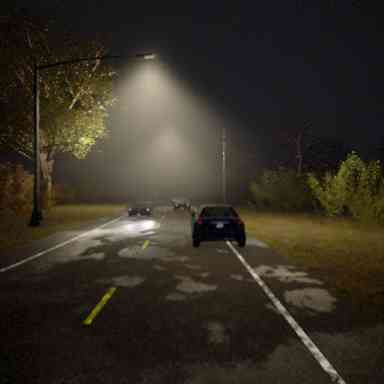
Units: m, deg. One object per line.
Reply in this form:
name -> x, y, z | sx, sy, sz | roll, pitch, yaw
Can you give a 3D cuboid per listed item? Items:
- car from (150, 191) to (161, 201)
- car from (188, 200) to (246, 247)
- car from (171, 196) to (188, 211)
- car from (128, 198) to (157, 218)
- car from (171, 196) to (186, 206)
car -> -7.467, 1.142, 69.285 | 1.812, 1.442, 4.674 | 0, 0, -6
car -> 1.020, 1.292, 14.839 | 2.097, 1.767, 4.553 | 0, 0, -1
car -> -1.164, 1.420, 37.800 | 1.895, 1.301, 4.718 | 0, 0, -3
car -> -4.333, 1.475, 28.704 | 1.895, 1.301, 4.718 | 0, 0, -3
car -> -2.078, 1.309, 50.192 | 1.994, 1.385, 4.181 | 0, 0, -5
